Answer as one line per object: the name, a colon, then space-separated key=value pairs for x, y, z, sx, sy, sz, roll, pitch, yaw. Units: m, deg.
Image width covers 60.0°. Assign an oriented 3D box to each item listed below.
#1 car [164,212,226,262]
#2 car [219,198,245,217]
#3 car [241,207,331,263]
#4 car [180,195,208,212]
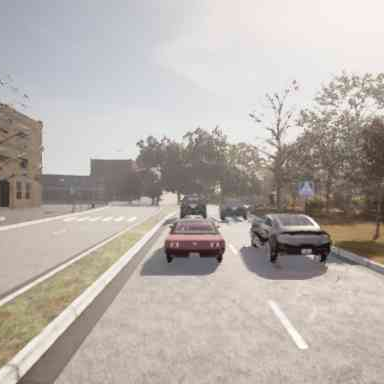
car: x=0.086 y=1.615 z=12.214 sx=1.895 sy=1.301 sz=4.718 roll=0 pitch=0 yaw=0
car: x=3.461 y=1.384 z=28.826 sx=2.097 sy=1.767 sz=4.553 roll=0 pitch=0 yaw=2
car: x=3.334 y=1.507 z=12.078 sx=2.128 sy=1.511 sz=4.902 roll=0 pitch=0 yaw=0
car: x=0.176 y=1.254 z=28.246 sx=2.150 sy=2.045 sz=5.566 roll=0 pitch=0 yaw=2
